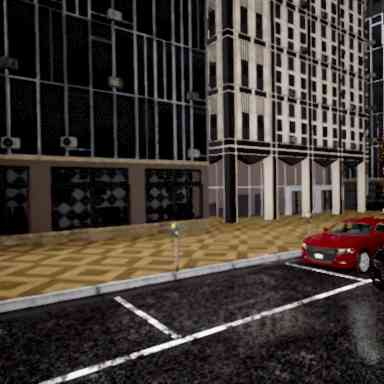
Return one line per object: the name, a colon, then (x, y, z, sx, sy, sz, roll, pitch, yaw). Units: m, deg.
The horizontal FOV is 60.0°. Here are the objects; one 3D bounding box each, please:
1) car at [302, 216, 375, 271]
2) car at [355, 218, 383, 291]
car: (5.269, 1.480, 10.332, 4.507, 1.381, 1.887, 0, -1, -35)
car: (6.087, 1.418, 7.720, 5.008, 1.535, 1.882, 0, 0, -35)
